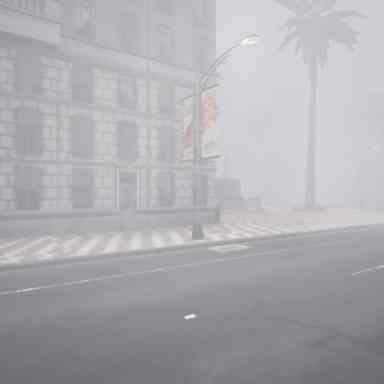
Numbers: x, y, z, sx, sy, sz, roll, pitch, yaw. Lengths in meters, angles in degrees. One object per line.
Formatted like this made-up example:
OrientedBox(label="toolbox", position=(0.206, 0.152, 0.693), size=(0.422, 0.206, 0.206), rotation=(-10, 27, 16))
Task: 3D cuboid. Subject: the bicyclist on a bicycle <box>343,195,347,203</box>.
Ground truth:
OrientedBox(label="bicyclist on a bicycle", position=(29.494, 1.298, 64.001), size=(0.582, 1.620, 1.656), rotation=(0, 0, 43))
